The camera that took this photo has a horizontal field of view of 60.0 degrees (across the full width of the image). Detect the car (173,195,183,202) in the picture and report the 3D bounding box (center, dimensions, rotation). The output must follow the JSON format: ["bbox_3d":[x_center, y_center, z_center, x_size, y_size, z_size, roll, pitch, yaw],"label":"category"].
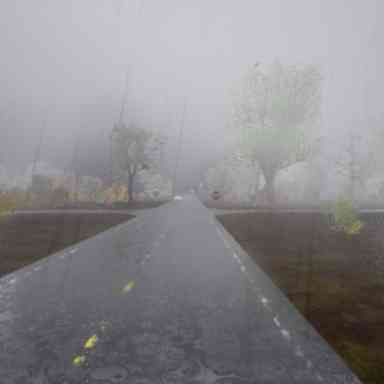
[{"bbox_3d":[-2.986,1.421,71.029,1.812,1.442,4.674,0,0,0],"label":"car"}]
